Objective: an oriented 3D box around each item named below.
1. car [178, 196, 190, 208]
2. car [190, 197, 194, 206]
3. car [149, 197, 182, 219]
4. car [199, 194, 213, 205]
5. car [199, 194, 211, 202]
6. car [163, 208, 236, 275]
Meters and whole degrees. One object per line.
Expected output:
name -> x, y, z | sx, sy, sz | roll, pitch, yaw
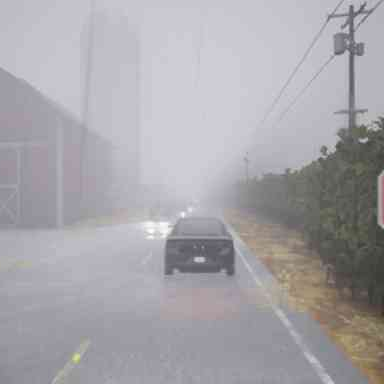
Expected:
car -> -1.755, 1.379, 39.288 | 2.097, 1.767, 4.553 | 0, 0, 4
car -> -0.658, 1.530, 54.170 | 2.128, 1.511, 4.902 | 0, 0, 3
car -> -2.483, 1.512, 29.212 | 2.128, 1.511, 4.902 | 0, 0, 5
car -> 2.890, 1.535, 61.022 | 2.128, 1.511, 4.902 | 0, 0, -1
car -> 2.716, 1.236, 71.130 | 2.097, 1.767, 4.553 | 0, 0, -4
car -> 0.235, 1.485, 10.525 | 1.882, 1.535, 5.008 | 0, 0, 1
